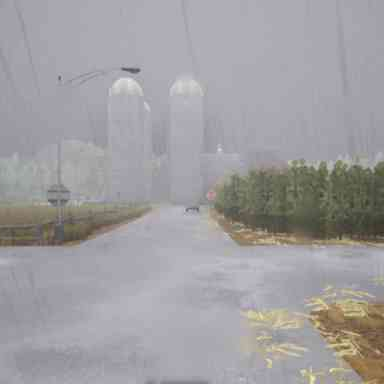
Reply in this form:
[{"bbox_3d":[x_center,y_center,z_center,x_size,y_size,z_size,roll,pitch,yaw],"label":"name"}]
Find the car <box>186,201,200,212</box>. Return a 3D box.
[{"bbox_3d":[0.087,1.967,46.569,2.033,1.411,5.357,0,0,0],"label":"car"}]
